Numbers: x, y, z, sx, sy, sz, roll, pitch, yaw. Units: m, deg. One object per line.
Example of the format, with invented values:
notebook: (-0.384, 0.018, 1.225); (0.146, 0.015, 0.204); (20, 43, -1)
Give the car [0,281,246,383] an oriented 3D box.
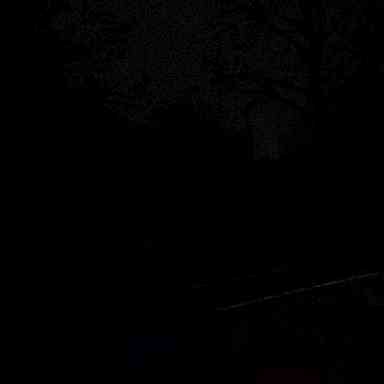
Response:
car: (-2.041, 1.536, 2.439); (5.357, 1.411, 2.033); (0, 0, -35)
